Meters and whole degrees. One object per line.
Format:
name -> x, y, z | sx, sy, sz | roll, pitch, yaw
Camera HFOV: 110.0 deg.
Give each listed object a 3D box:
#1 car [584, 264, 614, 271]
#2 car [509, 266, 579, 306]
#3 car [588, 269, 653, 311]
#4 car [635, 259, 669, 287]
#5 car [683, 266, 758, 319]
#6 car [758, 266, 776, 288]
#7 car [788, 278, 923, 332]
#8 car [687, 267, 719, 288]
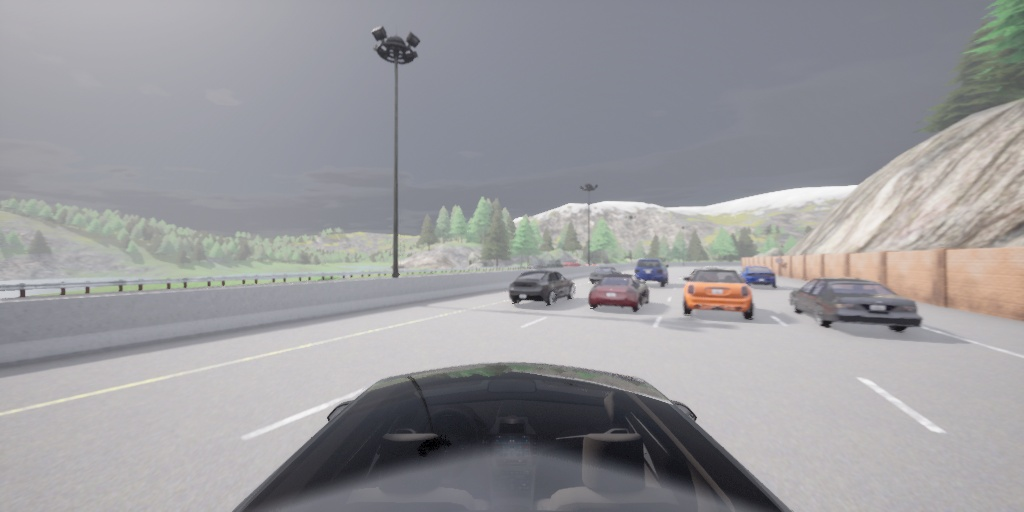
car -> 7.779, 1.594, 29.562 | 2.033, 1.411, 5.357 | 0, -1, 26
car -> 1.541, 1.423, 16.990 | 1.837, 1.490, 4.892 | 0, 0, 27
car -> 4.680, 1.460, 15.441 | 1.994, 1.385, 4.181 | 0, -1, 27
car -> 10.924, 1.251, 28.034 | 2.150, 2.045, 5.566 | 0, 0, 27
car -> 7.776, 1.225, 13.808 | 2.097, 1.767, 4.553 | 0, -1, 27
car -> 17.961, 1.479, 26.425 | 1.882, 1.535, 5.008 | 0, 0, 27
car -> 10.495, 1.393, 11.435 | 2.033, 1.411, 5.357 | 0, -1, 27
car -> 14.434, 1.578, 27.208 | 1.994, 1.385, 4.181 | 0, -1, 27
